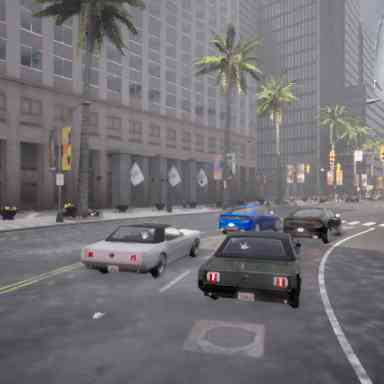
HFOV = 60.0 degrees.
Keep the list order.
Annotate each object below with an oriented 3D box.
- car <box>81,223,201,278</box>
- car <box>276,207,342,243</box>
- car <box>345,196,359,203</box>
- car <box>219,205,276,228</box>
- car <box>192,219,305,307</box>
[{"bbox_3d":[-1.208,1.601,10.305,1.895,1.301,4.718,0,0,19],"label":"car"},{"bbox_3d":[6.032,1.478,16.359,1.882,1.535,5.008,0,0,34],"label":"car"},{"bbox_3d":[34.834,1.513,72.205,2.161,1.482,4.786,0,0,40],"label":"car"},{"bbox_3d":[3.306,1.478,18.488,1.882,1.535,5.008,0,0,34],"label":"car"},{"bbox_3d":[1.668,1.601,8.107,1.895,1.301,4.718,0,0,18],"label":"car"}]
